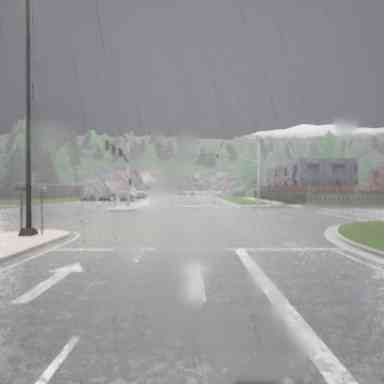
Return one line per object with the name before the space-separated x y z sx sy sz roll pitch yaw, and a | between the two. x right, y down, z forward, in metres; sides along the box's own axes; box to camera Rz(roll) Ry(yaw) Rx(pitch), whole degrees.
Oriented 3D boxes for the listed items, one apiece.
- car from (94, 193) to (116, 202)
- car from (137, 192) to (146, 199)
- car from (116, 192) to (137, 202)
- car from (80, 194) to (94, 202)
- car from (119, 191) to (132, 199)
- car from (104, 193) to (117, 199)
car | -15.038 1.059 58.808 2.033 1.411 5.357 0 0 1
car | -11.514 0.882 74.525 1.837 1.490 4.892 0 0 0
car | -11.550 1.014 58.954 1.837 1.490 4.892 0 1 1
car | -18.540 1.069 59.570 1.994 1.385 4.181 0 0 1
car | -15.014 0.730 75.290 2.097 1.767 4.553 0 0 0
car | -18.514 0.923 75.844 1.994 1.385 4.181 0 0 0
